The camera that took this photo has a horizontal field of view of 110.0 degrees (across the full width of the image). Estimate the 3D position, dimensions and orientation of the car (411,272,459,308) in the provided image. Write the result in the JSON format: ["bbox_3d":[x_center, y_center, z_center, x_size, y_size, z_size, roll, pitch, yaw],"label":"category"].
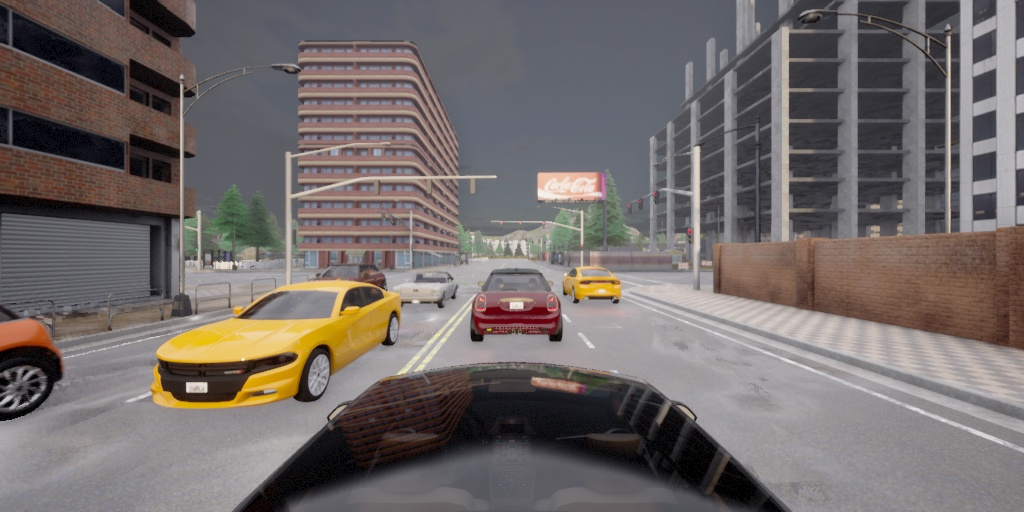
[{"bbox_3d":[-3.501,1.349,15.241,1.895,1.301,4.718,0,0,0],"label":"car"}]

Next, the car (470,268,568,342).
[{"bbox_3d":[0.100,1.101,9.943,2.097,1.767,4.553,0,0,0],"label":"car"}]

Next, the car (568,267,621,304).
[{"bbox_3d":[3.499,1.225,16.471,1.882,1.535,5.008,0,0,0],"label":"car"}]

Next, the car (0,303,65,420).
[{"bbox_3d":[-7.087,1.102,2.797,2.097,1.767,4.553,0,0,0],"label":"car"}]

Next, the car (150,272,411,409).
[{"bbox_3d":[-3.577,1.227,6.587,1.882,1.535,5.008,0,0,0],"label":"car"}]

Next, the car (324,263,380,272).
[{"bbox_3d":[-7.002,1.099,15.235,2.097,1.767,4.553,0,0,0],"label":"car"}]
